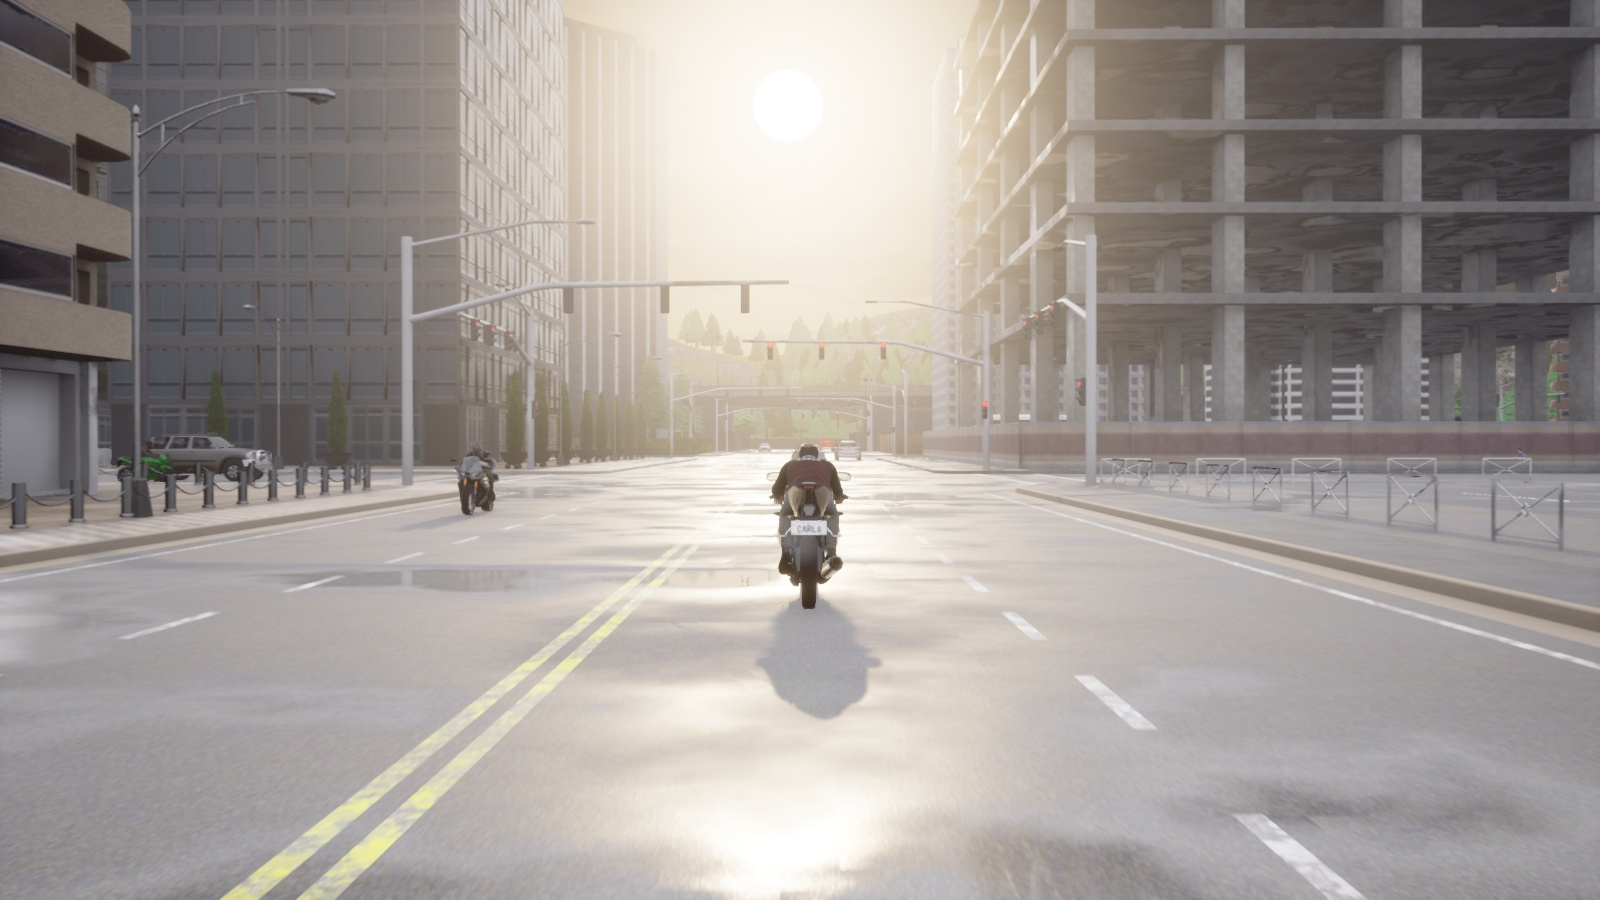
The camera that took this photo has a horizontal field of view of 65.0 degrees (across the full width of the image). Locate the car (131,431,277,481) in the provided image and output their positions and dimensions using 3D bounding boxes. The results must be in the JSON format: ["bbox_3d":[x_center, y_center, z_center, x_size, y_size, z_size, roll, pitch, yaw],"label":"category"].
[{"bbox_3d":[-22.516,0.222,47.551,4.605,1.855,1.932,0,0,0],"label":"car"}]

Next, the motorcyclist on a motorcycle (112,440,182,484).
[{"bbox_3d":[-22.895,0.406,44.054,2.044,1.523,0.797,0,0,0],"label":"motorcyclist on a motorcycle"}]

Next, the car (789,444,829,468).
[{"bbox_3d":[0.530,0.350,78.793,2.033,1.411,5.357,0,0,-5],"label":"car"}]

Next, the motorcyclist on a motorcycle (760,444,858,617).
[{"bbox_3d":[0.085,0.713,12.236,0.866,1.530,2.191,0,0,0],"label":"motorcyclist on a motorcycle"}]

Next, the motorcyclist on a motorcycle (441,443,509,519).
[{"bbox_3d":[-6.834,0.627,26.508,0.866,1.530,2.191,0,0,0],"label":"motorcyclist on a motorcycle"}]
